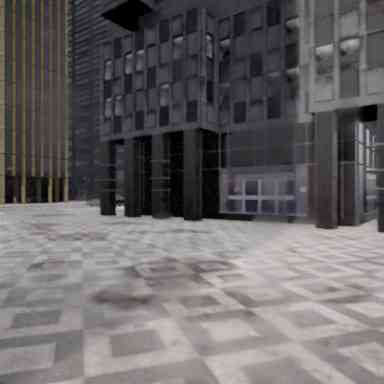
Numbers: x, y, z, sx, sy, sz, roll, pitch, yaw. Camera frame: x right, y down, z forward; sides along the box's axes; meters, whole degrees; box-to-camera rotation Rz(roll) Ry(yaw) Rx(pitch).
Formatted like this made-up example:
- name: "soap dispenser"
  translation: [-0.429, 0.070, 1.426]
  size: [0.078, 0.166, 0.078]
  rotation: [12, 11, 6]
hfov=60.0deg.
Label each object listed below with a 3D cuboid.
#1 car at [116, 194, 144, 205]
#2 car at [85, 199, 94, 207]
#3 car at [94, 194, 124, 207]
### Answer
- name: "car"
  translation: [-12.182, 1.453, 65.599]
  size: [2.150, 2.045, 5.566]
  rotation: [0, 0, 36]
- name: "car"
  translation: [-15.201, 1.724, 55.807]
  size: [2.033, 1.411, 5.357]
  rotation: [0, 0, 36]
- name: "car"
  translation: [-12.561, 1.391, 53.913]
  size: [2.150, 2.045, 5.566]
  rotation: [0, 0, 36]
